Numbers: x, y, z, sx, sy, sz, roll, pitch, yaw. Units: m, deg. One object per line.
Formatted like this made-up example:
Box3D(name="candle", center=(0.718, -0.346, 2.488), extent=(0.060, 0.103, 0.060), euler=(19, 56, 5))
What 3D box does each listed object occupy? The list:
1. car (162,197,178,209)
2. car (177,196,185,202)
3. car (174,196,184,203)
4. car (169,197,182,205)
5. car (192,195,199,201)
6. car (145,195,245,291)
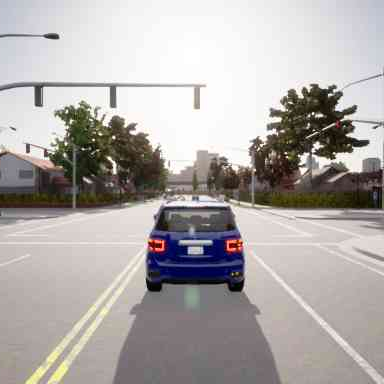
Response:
Box3D(name="car", center=(-2.944, 1.477, 45.175), extent=(1.882, 1.535, 5.008), euler=(0, 0, 1))
Box3D(name="car", center=(-2.622, 1.595, 79.681), extent=(1.895, 1.301, 4.718), euler=(0, 0, 0))
Box3D(name="car", center=(-2.688, 1.525, 69.569), extent=(1.812, 1.442, 4.674), euler=(0, 0, 0))
Box3D(name="car", center=(-2.833, 1.548, 59.105), extent=(2.033, 1.411, 5.357), euler=(0, 0, 1))
Box3D(name="car", center=(0.932, 1.478, 88.078), extent=(1.882, 1.535, 5.008), euler=(0, 0, 0))
Box3D(name="car", center=(0.071, 1.222, 9.119), extent=(2.150, 2.045, 5.566), euler=(0, 0, 0))
